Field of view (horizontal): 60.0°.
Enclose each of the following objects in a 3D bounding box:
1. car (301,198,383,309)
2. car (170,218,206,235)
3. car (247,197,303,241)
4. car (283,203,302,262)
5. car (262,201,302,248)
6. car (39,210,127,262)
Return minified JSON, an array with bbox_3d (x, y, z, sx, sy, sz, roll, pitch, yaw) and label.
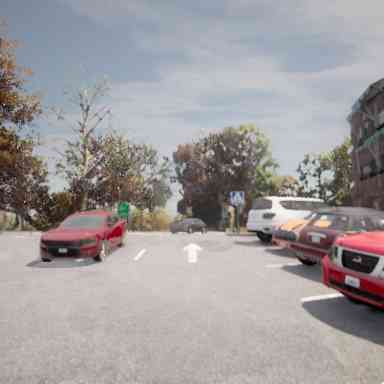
[{"bbox_3d":[5.333,1.209,6.623,5.566,2.045,2.435,1,0,-20],"label":"car"},{"bbox_3d":[-0.249,3.170,30.620,1.837,1.490,4.892,-3,-8,26],"label":"car"},{"bbox_3d":[5.286,1.330,15.652,5.566,2.045,2.435,2,-5,-20],"label":"car"},{"bbox_3d":[5.319,1.323,9.675,4.553,1.767,2.185,1,0,-20],"label":"car"},{"bbox_3d":[5.356,1.349,12.699,4.553,1.767,2.185,2,-2,-21],"label":"car"},{"bbox_3d":[-3.703,1.461,12.134,1.882,1.535,5.008,0,-1,1],"label":"car"}]
